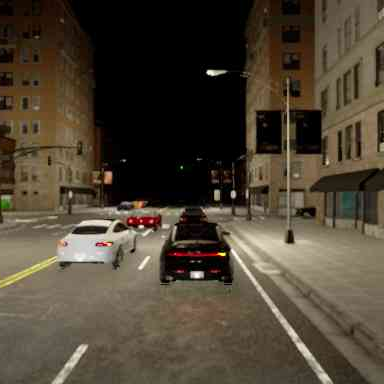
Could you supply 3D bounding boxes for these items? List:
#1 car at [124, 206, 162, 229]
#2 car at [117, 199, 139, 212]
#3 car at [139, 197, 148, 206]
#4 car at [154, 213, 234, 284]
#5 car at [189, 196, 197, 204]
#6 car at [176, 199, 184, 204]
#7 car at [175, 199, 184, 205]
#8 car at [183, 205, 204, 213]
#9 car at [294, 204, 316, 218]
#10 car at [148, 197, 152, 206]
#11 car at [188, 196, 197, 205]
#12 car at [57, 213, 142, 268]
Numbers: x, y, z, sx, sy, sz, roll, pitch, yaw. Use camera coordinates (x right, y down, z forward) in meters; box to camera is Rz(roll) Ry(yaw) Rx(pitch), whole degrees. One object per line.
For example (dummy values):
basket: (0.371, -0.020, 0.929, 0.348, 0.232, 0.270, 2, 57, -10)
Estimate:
car: (-3.103, 1.867, 22.641, 1.895, 1.301, 4.718, 0, -1, 0)
car: (-9.744, 2.123, 49.409, 2.033, 1.411, 5.357, 0, -1, 0)
car: (-9.697, 2.040, 59.300, 2.097, 1.767, 4.553, 0, -1, 1)
car: (0.119, 1.624, 9.923, 1.837, 1.490, 4.892, 0, 0, 0)
car: (0.183, 2.114, 88.422, 2.150, 2.045, 5.566, 0, -1, 0)
car: (-3.067, 2.441, 88.396, 1.994, 1.385, 4.181, 0, -1, 0)
car: (-3.088, 2.427, 78.392, 1.812, 1.442, 4.674, 0, -1, 0)
car: (0.094, 1.782, 21.734, 1.812, 1.442, 4.674, 0, -1, 0)
car: (13.126, 1.937, 34.592, 4.902, 1.511, 2.128, 0, -1, -1)
car: (-9.606, 2.031, 69.714, 2.150, 2.045, 5.566, 0, -1, 0)
car: (0.161, 2.398, 77.969, 1.837, 1.490, 4.892, 0, -1, 0)
car: (-3.133, 1.664, 11.639, 1.812, 1.442, 4.674, 0, -1, 0)
